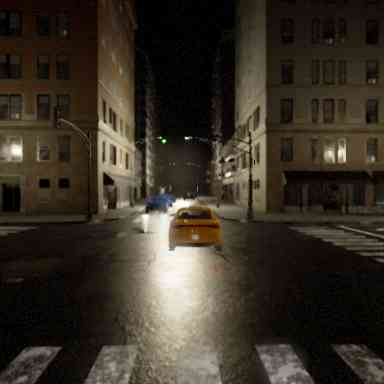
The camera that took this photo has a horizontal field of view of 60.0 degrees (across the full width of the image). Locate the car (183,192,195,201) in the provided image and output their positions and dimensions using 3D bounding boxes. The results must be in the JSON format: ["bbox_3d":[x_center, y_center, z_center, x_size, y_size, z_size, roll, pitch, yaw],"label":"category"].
[{"bbox_3d":[-0.559,0.697,62.201,2.097,1.767,4.553,0,1,-1],"label":"car"}]

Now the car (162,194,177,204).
[{"bbox_3d":[-3.432,0.991,52.456,2.033,1.411,5.357,0,1,-1],"label":"car"}]

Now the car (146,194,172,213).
[{"bbox_3d":[-3.255,1.139,31.683,1.882,1.535,5.008,0,1,-1],"label":"car"}]

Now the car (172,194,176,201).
[{"bbox_3d":[-3.371,1.031,41.866,1.882,1.535,5.008,0,1,0],"label":"car"}]

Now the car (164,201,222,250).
[{"bbox_3d":[0.102,1.322,13.460,1.882,1.535,5.008,0,1,0],"label":"car"}]
